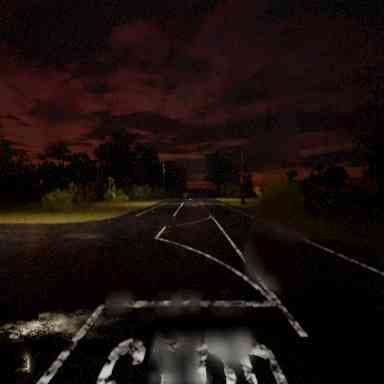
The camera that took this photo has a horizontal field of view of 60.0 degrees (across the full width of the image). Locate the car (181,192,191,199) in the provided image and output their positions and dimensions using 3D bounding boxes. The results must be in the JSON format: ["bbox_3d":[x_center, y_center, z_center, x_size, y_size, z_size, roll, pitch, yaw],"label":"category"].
[{"bbox_3d":[-1.724,1.042,94.923,2.150,2.045,5.566,0,0,7],"label":"car"}]
